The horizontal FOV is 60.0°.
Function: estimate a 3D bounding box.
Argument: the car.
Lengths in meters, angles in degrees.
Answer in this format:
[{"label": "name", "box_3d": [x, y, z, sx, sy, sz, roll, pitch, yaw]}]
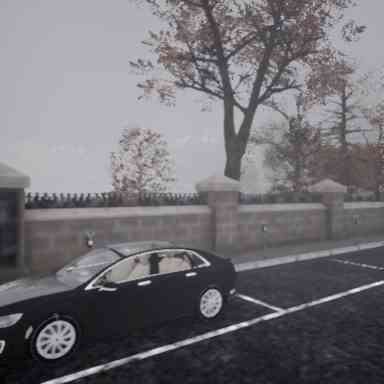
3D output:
[{"label": "car", "box_3d": [-1.143, 1.574, 5.748, 4.403, 1.369, 2.008, 1, -1, -35]}]
